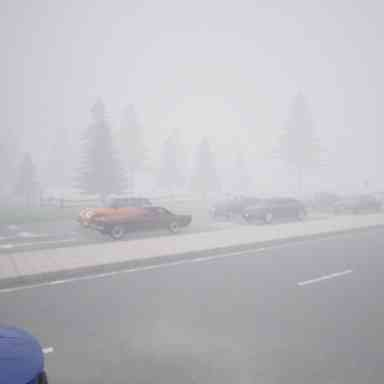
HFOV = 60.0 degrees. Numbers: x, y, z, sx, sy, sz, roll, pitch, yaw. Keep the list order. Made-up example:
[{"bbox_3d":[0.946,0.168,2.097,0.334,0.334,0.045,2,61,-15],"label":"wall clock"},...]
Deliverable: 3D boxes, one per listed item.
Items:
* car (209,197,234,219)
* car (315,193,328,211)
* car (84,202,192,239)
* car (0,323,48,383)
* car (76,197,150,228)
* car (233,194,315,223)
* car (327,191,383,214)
[{"bbox_3d":[3.450,1.043,24.066,4.902,1.511,2.128,-2,1,-33],"label":"car"},{"bbox_3d":[11.332,0.827,29.161,4.902,1.511,2.128,-2,1,-33],"label":"car"},{"bbox_3d":[-2.439,1.382,16.085,4.718,1.301,1.895,-2,1,-33],"label":"car"},{"bbox_3d":[-3.396,1.510,1.613,5.008,1.535,1.882,-2,0,-37],"label":"car"},{"bbox_3d":[-4.231,1.114,19.094,4.553,1.767,2.097,-2,1,-33],"label":"car"},{"bbox_3d":[5.278,1.074,21.077,4.892,1.490,1.837,-2,1,-33],"label":"car"},{"bbox_3d":[13.069,0.882,26.114,4.674,1.442,1.812,-2,1,-33],"label":"car"}]
